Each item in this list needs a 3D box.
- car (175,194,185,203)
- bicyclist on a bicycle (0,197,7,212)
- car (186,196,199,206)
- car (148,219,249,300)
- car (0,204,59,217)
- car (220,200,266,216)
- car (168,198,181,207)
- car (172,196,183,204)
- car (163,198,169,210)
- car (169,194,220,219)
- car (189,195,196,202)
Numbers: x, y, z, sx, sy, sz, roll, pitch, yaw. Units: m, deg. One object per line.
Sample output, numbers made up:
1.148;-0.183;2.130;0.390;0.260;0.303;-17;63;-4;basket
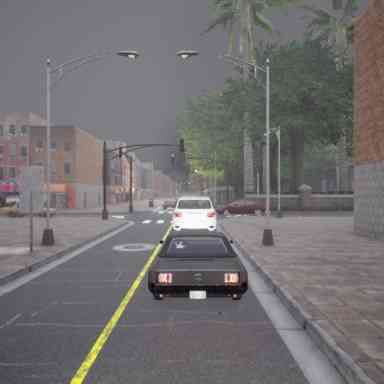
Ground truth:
-2.656;1.405;73.971;2.097;1.767;4.553;0;0;0;car
-20.098;1.373;35.313;0.582;1.620;1.656;0;0;0;bicyclist on a bicycle
0.165;1.545;56.831;2.128;1.511;4.902;0;0;0;car
0.111;1.603;8.332;1.895;1.301;4.718;0;0;0;car
-14.403;1.573;29.666;4.829;1.417;1.752;0;0;0;car
4.543;1.485;31.775;5.008;1.535;1.882;0;0;-9;car
-2.773;1.651;53.724;1.895;1.301;4.718;0;0;0;car
-2.724;1.540;63.836;1.882;1.535;5.008;0;0;1;car
-2.790;1.564;44.547;1.812;1.442;4.674;0;0;0;car
0.128;1.230;18.096;2.150;2.045;5.566;0;0;0;car
0.106;1.607;84.159;1.837;1.490;4.892;0;0;0;car
